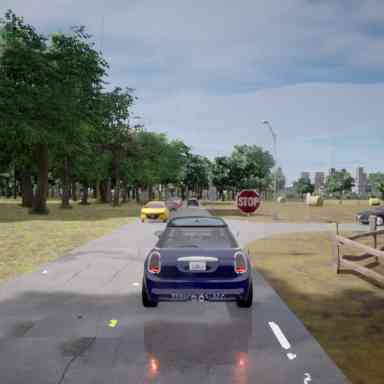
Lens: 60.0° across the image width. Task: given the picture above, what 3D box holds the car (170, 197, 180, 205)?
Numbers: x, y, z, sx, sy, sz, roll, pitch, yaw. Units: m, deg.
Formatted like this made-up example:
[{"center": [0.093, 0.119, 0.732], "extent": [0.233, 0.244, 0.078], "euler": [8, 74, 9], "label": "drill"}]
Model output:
[{"center": [-2.821, 1.666, 40.247], "extent": [1.994, 1.385, 4.181], "euler": [0, 0, 0], "label": "car"}]

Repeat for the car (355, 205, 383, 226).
[{"center": [14.200, 1.597, 23.558], "extent": [4.892, 1.490, 1.837], "euler": [0, -2, 0], "label": "car"}]

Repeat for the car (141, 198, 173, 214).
[{"center": [-2.833, 1.517, 26.311], "extent": [1.882, 1.535, 5.008], "euler": [0, -1, 0], "label": "car"}]

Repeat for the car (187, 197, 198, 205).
[{"center": [0.132, 1.744, 59.180], "extent": [1.837, 1.490, 4.892], "euler": [0, 0, 0], "label": "car"}]

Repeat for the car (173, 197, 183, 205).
[{"center": [-2.742, 1.804, 66.601], "extent": [1.837, 1.490, 4.892], "euler": [0, -1, 0], "label": "car"}]

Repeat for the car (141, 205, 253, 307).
[{"center": [0.104, 1.360, 8.135], "extent": [2.097, 1.767, 4.553], "euler": [0, 0, 0], "label": "car"}]

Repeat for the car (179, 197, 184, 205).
[{"center": [-2.793, 1.535, 51.748], "extent": [2.097, 1.767, 4.553], "euler": [0, -1, 0], "label": "car"}]
